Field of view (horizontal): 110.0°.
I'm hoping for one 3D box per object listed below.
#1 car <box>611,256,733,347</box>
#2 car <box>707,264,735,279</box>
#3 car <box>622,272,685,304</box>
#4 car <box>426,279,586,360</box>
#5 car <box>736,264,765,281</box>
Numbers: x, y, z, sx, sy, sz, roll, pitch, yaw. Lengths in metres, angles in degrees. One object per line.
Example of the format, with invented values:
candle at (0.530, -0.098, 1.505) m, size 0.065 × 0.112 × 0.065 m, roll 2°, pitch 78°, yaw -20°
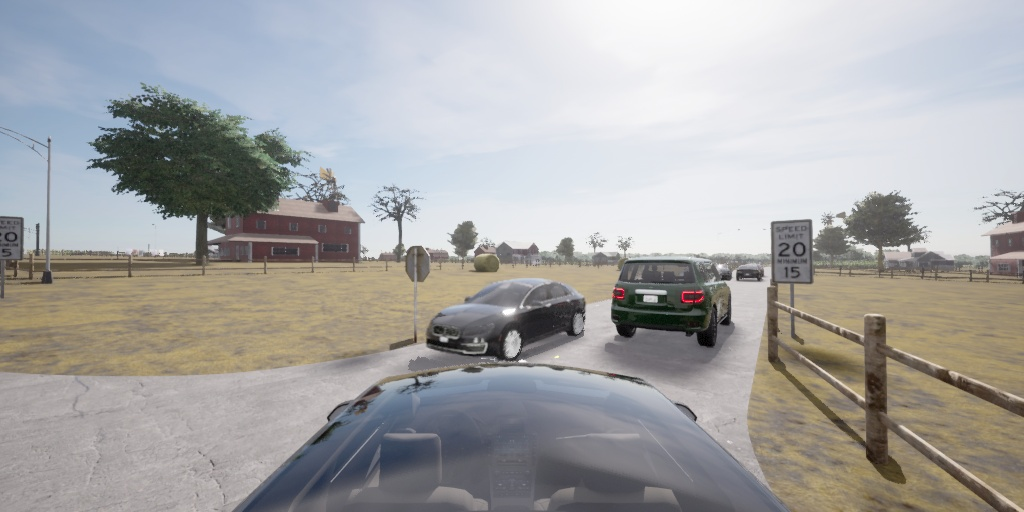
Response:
car at (4.593, 1.043, 9.920) m, size 2.150 × 2.045 × 5.566 m, roll -1°, pitch -1°, yaw 36°
car at (23.265, 1.695, 39.847) m, size 2.128 × 1.511 × 4.902 m, roll -1°, pitch -1°, yaw 36°
car at (7.440, 1.533, 18.568) m, size 1.895 × 1.301 × 4.718 m, roll -1°, pitch -1°, yaw 36°
car at (0.156, 1.338, 8.700) m, size 1.837 × 1.490 × 4.892 m, roll -1°, pitch -1°, yaw 36°
car at (23.036, 1.567, 34.813) m, size 1.882 × 1.535 × 5.008 m, roll -1°, pitch -1°, yaw 37°
